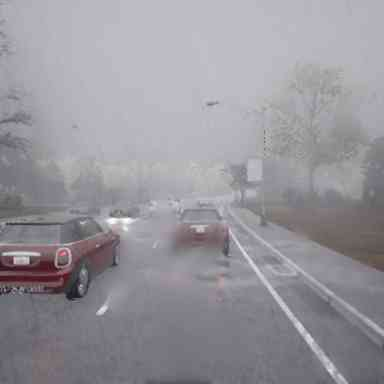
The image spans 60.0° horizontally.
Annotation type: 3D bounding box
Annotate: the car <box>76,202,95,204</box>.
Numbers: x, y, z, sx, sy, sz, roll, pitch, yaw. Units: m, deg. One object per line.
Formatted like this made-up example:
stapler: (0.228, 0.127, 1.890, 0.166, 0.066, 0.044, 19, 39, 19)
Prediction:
car: (-9.615, 1.561, 29.694, 1.994, 1.385, 4.181, 0, 0, 4)

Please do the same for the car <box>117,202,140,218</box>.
car: (-6.077, 1.564, 30.158, 1.994, 1.385, 4.181, 0, 0, 4)

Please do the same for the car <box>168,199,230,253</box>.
car: (0.362, 1.355, 13.810, 2.097, 1.767, 4.553, 0, 0, 2)

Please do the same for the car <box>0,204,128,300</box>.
car: (-3.270, 1.351, 8.582, 2.097, 1.767, 4.553, 0, 0, 1)

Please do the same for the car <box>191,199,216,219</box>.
car: (1.154, 1.497, 30.606, 2.128, 1.511, 4.902, 0, 0, 4)

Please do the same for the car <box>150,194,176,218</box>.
car: (-2.392, 1.224, 30.065, 2.150, 2.045, 5.566, 0, 0, 3)
